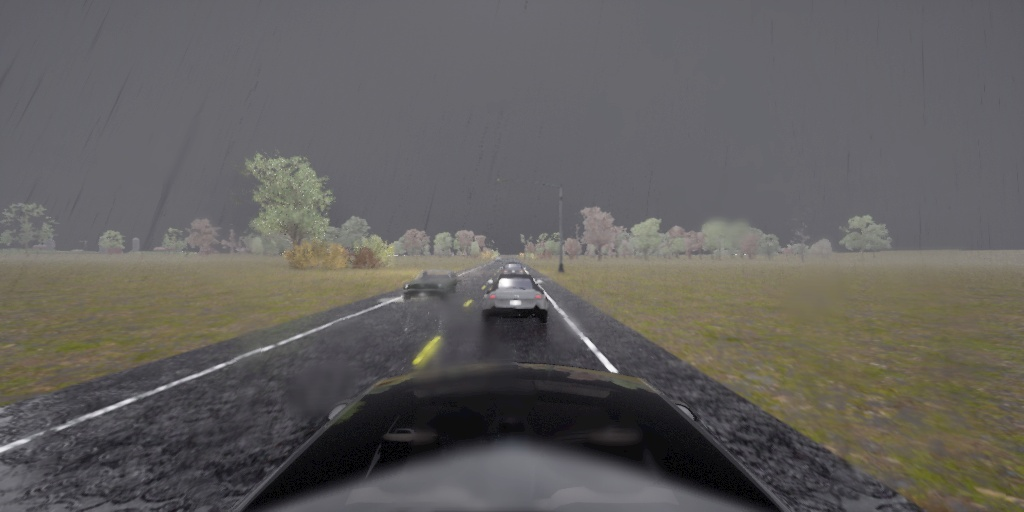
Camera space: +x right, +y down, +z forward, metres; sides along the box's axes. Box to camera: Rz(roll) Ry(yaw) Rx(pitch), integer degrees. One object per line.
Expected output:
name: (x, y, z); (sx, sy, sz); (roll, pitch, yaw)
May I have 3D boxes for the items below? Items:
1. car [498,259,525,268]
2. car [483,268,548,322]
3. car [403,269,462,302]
car: (0.102, 1.226, 29.757); (2.033, 1.411, 5.357); (0, 0, 0)
car: (0.101, 1.287, 12.147); (1.994, 1.385, 4.181); (0, 0, 0)
car: (-3.596, 1.312, 16.870); (1.895, 1.301, 4.718); (0, 0, 0)
